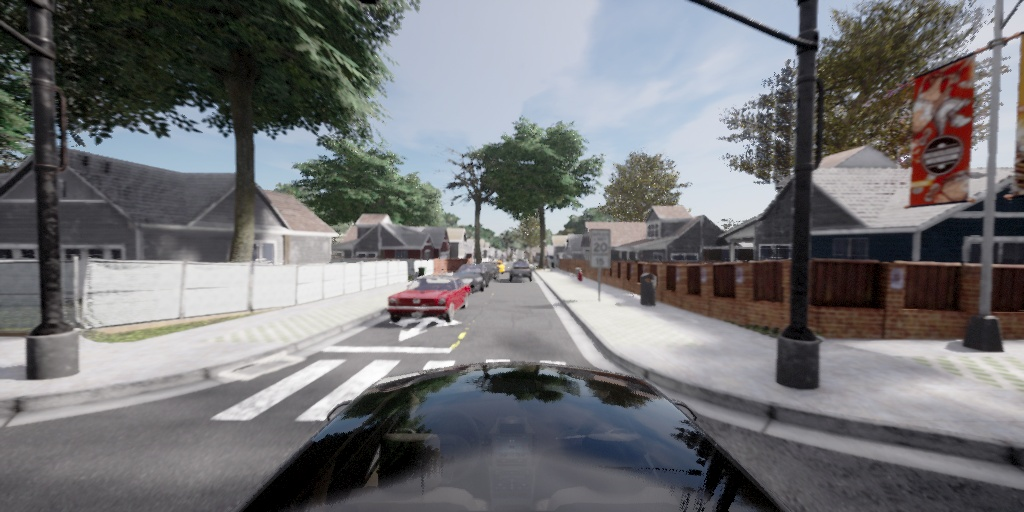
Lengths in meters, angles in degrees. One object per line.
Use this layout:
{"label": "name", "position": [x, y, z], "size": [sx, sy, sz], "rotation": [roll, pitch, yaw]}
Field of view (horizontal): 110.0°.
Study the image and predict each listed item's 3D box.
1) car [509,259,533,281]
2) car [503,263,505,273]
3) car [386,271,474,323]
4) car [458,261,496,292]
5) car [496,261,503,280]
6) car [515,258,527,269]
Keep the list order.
{"label": "car", "position": [0.746, 1.275, 30.584], "size": [2.128, 1.511, 4.902], "rotation": [0, 0, 1]}
{"label": "car", "position": [-1.838, 1.274, 41.741], "size": [1.882, 1.535, 5.008], "rotation": [0, 0, 2]}
{"label": "car", "position": [-2.653, 1.357, 12.364], "size": [1.895, 1.301, 4.718], "rotation": [0, 0, 1]}
{"label": "car", "position": [-2.407, 1.250, 21.824], "size": [2.128, 1.511, 4.902], "rotation": [0, 0, 2]}
{"label": "car", "position": [-2.131, 1.275, 31.734], "size": [1.837, 1.490, 4.892], "rotation": [0, 0, 2]}
{"label": "car", "position": [1.542, 1.270, 63.073], "size": [2.097, 1.767, 4.553], "rotation": [0, 0, 1]}
